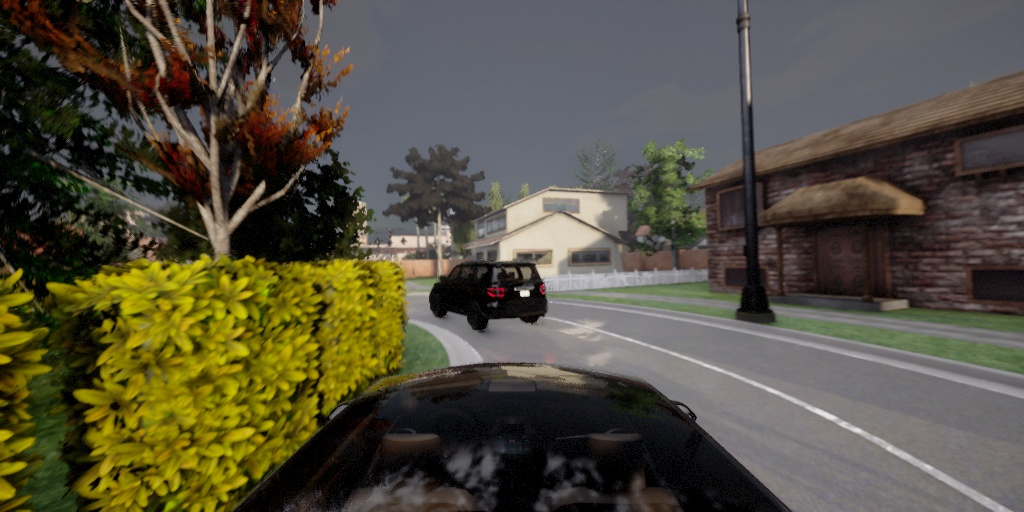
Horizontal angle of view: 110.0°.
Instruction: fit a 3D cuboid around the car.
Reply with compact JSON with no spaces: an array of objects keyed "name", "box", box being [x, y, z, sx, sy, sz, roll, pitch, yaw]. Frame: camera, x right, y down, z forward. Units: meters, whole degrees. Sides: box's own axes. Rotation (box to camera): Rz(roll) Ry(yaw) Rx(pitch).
[{"name":"car","box":[-1.034,1.211,12.342,2.150,2.045,5.566,-1,-1,-31]}]
